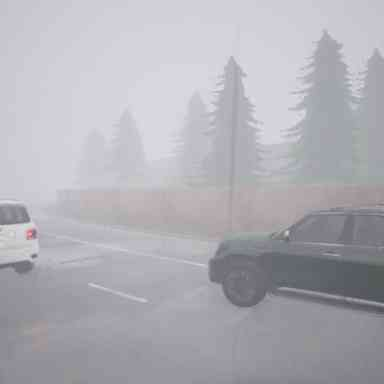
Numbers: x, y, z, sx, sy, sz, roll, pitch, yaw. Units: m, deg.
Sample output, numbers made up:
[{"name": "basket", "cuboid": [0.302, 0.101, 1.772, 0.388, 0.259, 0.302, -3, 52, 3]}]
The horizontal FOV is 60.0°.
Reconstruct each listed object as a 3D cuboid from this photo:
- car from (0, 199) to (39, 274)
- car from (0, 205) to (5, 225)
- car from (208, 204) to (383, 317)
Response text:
[{"name": "car", "cuboid": [-6.429, 1.218, 9.533, 5.566, 2.045, 2.150, 0, 0, 42]}, {"name": "car", "cuboid": [-15.227, 1.595, 24.491, 1.895, 1.301, 4.718, 0, 0, -37]}, {"name": "car", "cuboid": [2.987, 1.245, 6.250, 5.566, 2.045, 2.150, 0, 0, 37]}]
